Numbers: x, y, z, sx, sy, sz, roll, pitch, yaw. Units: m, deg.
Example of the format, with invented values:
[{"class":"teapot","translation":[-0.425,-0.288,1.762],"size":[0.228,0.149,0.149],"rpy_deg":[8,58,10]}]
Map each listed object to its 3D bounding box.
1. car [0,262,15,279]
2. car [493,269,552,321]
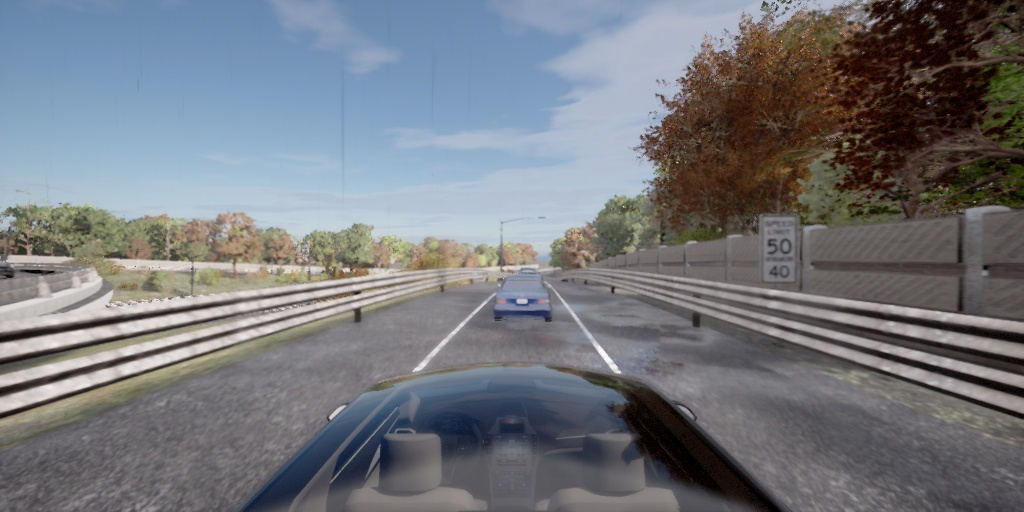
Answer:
[{"class":"car","translation":[-46.894,1.302,32.552],"size":[4.892,1.490,1.837],"rpy_deg":[-1,-1,32]},{"class":"car","translation":[0.412,1.338,12.586],"size":[2.033,1.411,5.357],"rpy_deg":[0,0,3]}]
